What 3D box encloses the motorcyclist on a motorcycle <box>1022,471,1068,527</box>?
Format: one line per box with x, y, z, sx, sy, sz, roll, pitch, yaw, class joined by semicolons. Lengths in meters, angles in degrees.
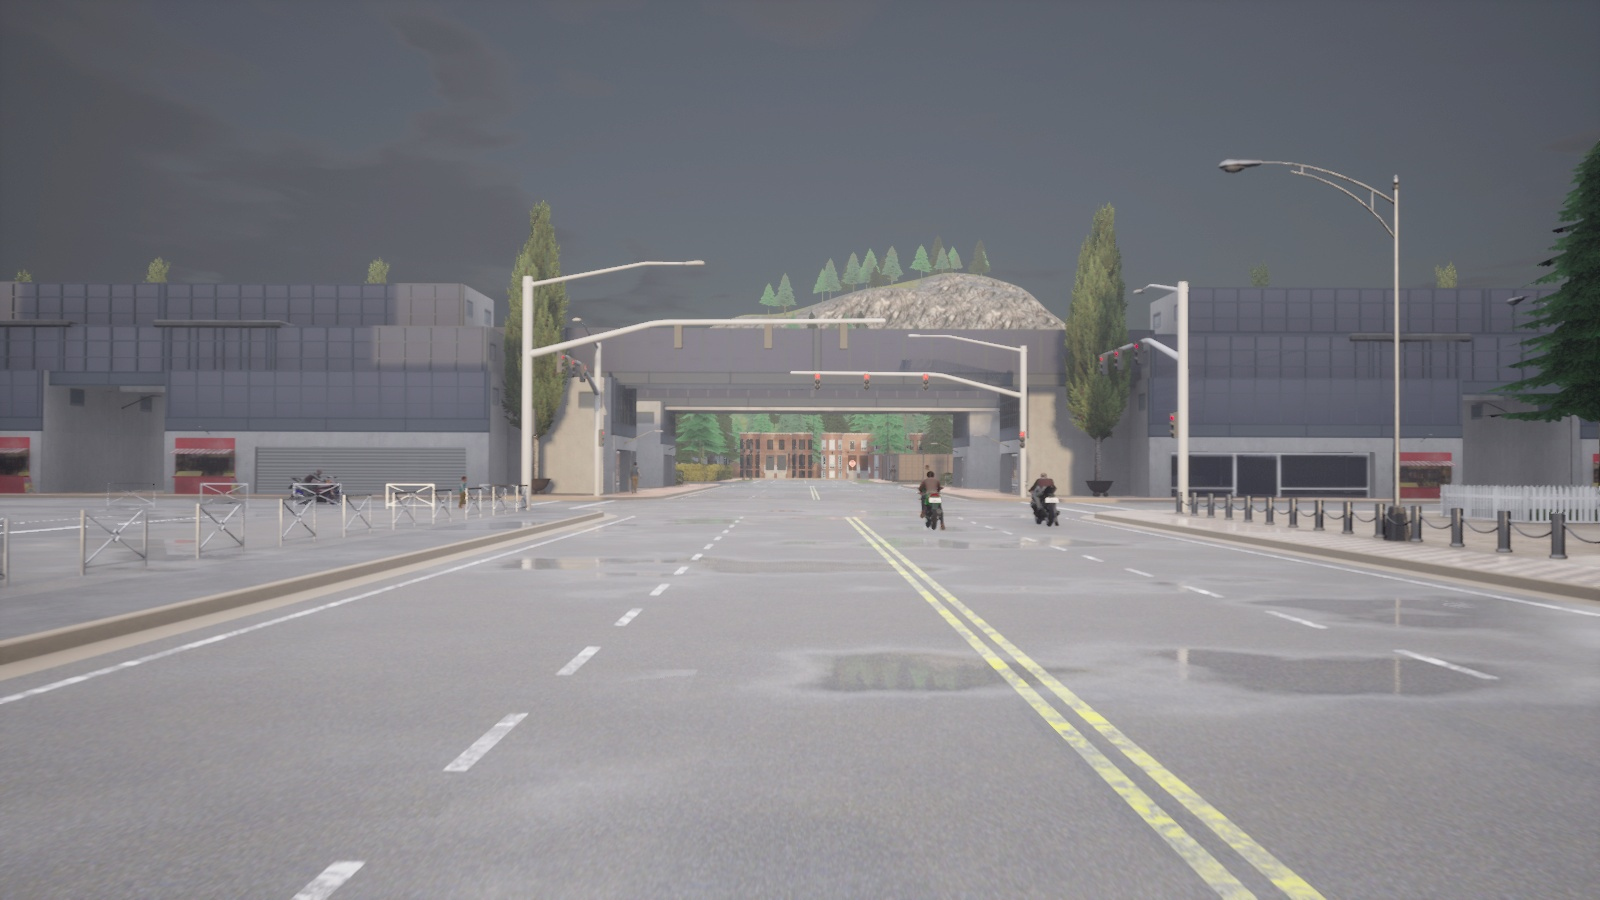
6.907;1.358;35.544;0.866;1.530;2.191;0;-1;0;motorcyclist on a motorcycle

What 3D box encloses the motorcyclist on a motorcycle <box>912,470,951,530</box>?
3.414;1.277;32.777;0.797;1.523;2.044;0;-1;0;motorcyclist on a motorcycle

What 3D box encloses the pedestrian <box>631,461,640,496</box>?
-9.200;1.573;70.344;0.423;1.949;0.788;0;-1;0;pedestrian

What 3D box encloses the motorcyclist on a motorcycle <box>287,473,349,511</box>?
-19.624;1.700;51.134;2.191;1.530;0.866;0;-1;1;motorcyclist on a motorcycle

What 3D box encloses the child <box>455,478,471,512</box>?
-11.655;1.555;43.442;0.448;1.192;0.343;0;-1;-1;child
